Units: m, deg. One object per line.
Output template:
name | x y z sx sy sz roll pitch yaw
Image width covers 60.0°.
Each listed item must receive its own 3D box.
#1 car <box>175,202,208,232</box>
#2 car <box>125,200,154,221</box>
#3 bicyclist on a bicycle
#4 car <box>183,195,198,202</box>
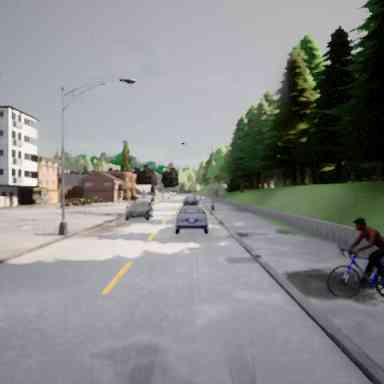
car | -0.016 1.527 19.733 2.033 1.411 5.357 0 0 0
car | -4.246 1.486 27.455 1.837 1.490 4.892 0 0 0
bicyclist on a bicycle | 3.506 1.335 6.631 1.656 1.620 0.582 0 0 0
car | -0.206 1.307 46.503 2.097 1.767 4.553 0 0 0
